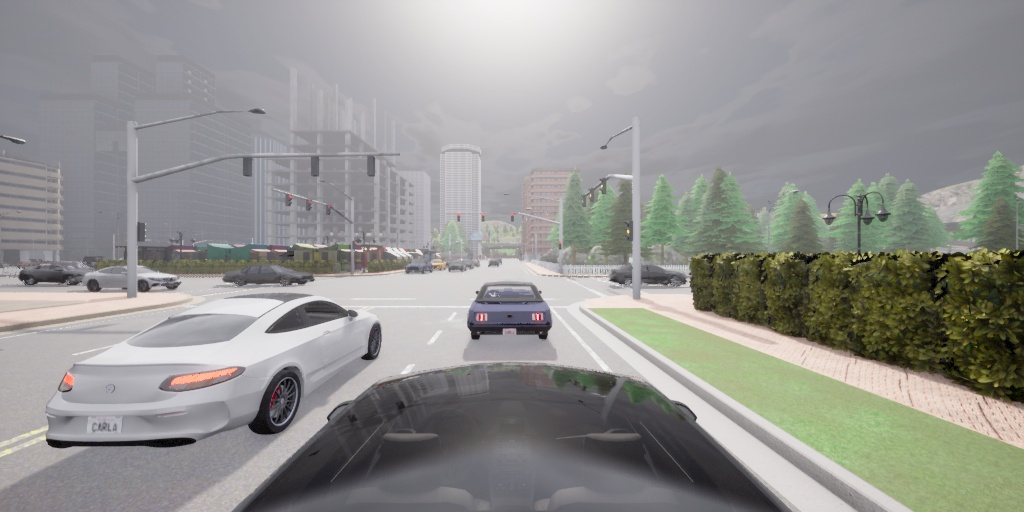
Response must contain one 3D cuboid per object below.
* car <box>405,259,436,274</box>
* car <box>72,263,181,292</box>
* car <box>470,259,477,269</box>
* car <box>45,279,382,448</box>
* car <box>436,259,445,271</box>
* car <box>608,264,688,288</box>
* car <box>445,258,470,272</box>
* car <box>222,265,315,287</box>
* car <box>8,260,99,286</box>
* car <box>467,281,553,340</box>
[{"bbox_3d":[-10.713,1.102,41.561,2.097,1.767,4.553,0,0,3],"label":"car"},{"bbox_3d":[-21.967,1.276,20.758,4.674,1.442,1.812,0,0,2],"label":"car"},{"bbox_3d":[-7.052,1.255,56.011,1.837,1.490,4.892,0,0,0],"label":"car"},{"bbox_3d":[-3.505,1.276,5.362,1.812,1.442,4.674,0,0,-1],"label":"car"},{"bbox_3d":[-10.566,1.228,50.524,1.882,1.535,5.008,0,0,0],"label":"car"},{"bbox_3d":[8.830,1.255,23.411,4.892,1.490,1.837,0,0,2],"label":"car"},{"bbox_3d":[-7.075,1.255,46.901,1.837,1.490,4.892,0,0,0],"label":"car"},{"bbox_3d":[-16.276,1.298,24.088,5.357,1.411,2.033,0,0,2],"label":"car"},{"bbox_3d":[-30.396,1.241,24.469,4.902,1.511,2.128,0,0,2],"label":"car"},{"bbox_3d":[-0.089,1.351,9.969,1.895,1.301,4.718,0,0,-1],"label":"car"}]
